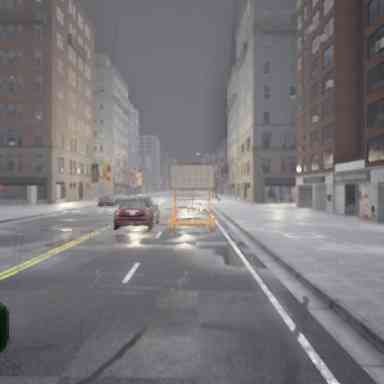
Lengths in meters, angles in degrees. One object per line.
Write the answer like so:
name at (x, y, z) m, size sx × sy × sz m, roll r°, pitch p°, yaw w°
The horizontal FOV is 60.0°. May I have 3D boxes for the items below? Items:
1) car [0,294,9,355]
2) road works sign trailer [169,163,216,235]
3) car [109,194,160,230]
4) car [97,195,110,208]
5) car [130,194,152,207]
car at (-3.147, 1.204, 1.394) m, size 2.150 × 2.045 × 5.566 m, roll 0°, pitch 1°, yaw 0°
road works sign trailer at (0.023, 0.268, 17.430) m, size 2.380 × 3.560 × 2.880 m, roll 0°, pitch 1°, yaw 0°
car at (-3.123, 1.131, 19.598) m, size 2.097 × 1.767 × 4.553 m, roll 0°, pitch 1°, yaw 0°
car at (-9.795, 1.102, 39.894) m, size 2.033 × 1.411 × 5.357 m, roll 0°, pitch 1°, yaw 0°
car at (-6.535, 1.012, 43.159) m, size 2.128 × 1.511 × 4.902 m, roll 0°, pitch 0°, yaw 0°
